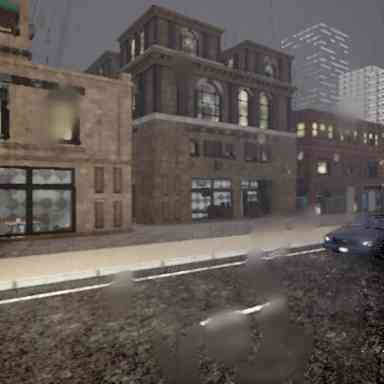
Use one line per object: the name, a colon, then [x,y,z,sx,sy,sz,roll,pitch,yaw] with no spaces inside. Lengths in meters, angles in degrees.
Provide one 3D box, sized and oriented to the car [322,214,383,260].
car: [7.343,1.592,12.913,5.357,1.411,2.033,0,0,-35]
